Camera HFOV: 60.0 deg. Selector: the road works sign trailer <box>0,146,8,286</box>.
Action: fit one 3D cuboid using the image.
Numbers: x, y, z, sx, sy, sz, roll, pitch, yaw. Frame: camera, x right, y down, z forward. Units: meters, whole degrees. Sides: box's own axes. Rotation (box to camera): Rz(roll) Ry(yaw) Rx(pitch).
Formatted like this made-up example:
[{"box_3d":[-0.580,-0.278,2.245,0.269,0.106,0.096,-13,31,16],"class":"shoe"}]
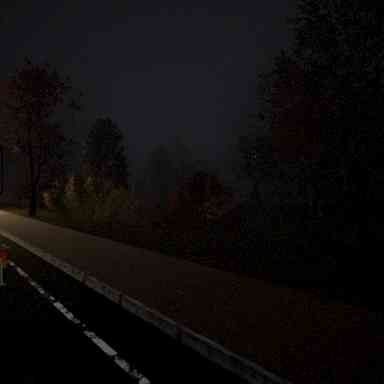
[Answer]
[{"box_3d":[-6.188,0.464,8.471,2.380,3.560,2.880,0,0,-38],"class":"road works sign trailer"}]
